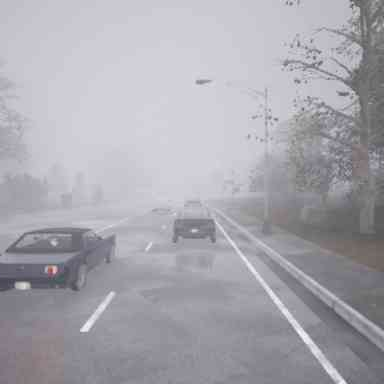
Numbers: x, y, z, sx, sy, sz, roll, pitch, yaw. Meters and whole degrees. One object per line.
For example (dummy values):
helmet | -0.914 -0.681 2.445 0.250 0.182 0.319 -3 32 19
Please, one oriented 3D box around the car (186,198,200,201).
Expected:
car | 0.083 1.344 36.221 2.128 1.511 4.902 0 0 0

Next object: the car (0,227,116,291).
car | -3.400 1.592 8.912 1.895 1.301 4.718 0 0 0

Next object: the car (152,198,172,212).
car | -3.228 1.377 36.559 1.812 1.442 4.674 0 0 2

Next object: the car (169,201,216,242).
car | 0.099 1.448 16.273 1.882 1.535 5.008 0 0 0
